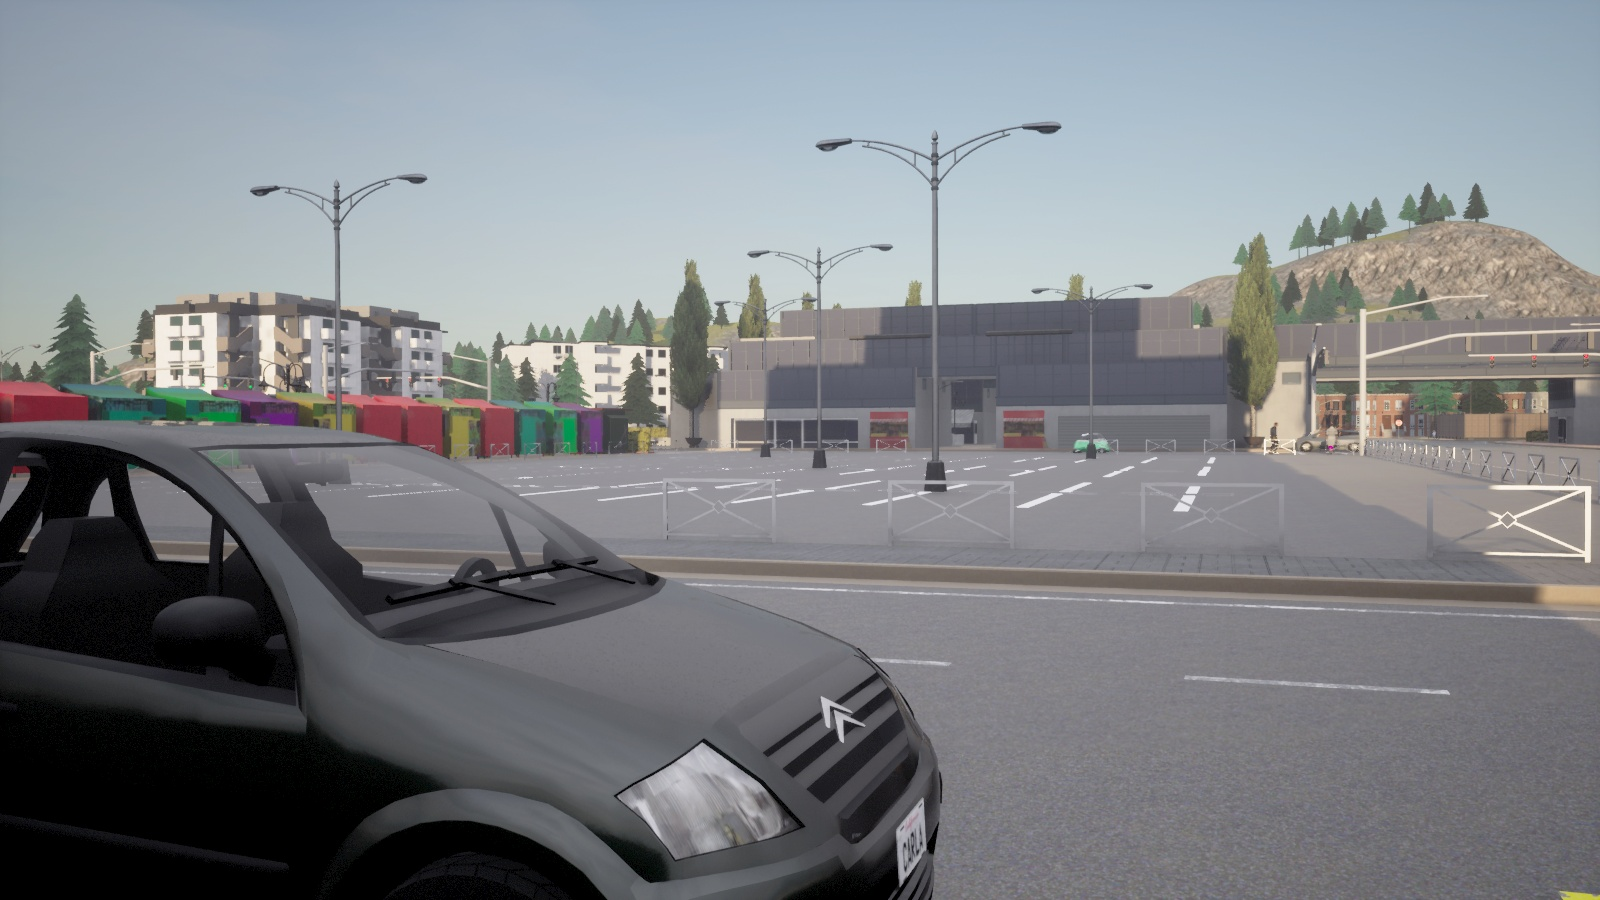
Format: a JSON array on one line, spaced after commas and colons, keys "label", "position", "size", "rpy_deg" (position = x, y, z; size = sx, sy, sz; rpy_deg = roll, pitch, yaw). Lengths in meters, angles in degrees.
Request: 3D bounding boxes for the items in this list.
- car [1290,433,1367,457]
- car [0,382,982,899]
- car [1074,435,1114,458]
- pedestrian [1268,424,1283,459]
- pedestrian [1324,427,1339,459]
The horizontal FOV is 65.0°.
[{"label": "car", "position": [34.565, -0.358, 82.221], "size": [4.514, 1.525, 2.007], "rpy_deg": [1, 1, 19]}, {"label": "car", "position": [-1.613, 0.659, 3.733], "size": [3.988, 1.617, 1.851], "rpy_deg": [1, 1, 19]}, {"label": "car", "position": [18.026, -0.228, 76.990], "size": [2.207, 1.376, 1.481], "rpy_deg": [0, 1, 20]}, {"label": "pedestrian", "position": [26.365, -0.475, 69.607], "size": [0.788, 1.949, 0.423], "rpy_deg": [1, 1, 20]}, {"label": "pedestrian", "position": [32.346, -0.442, 76.431], "size": [0.659, 1.952, 0.873], "rpy_deg": [0, 1, 10]}]
